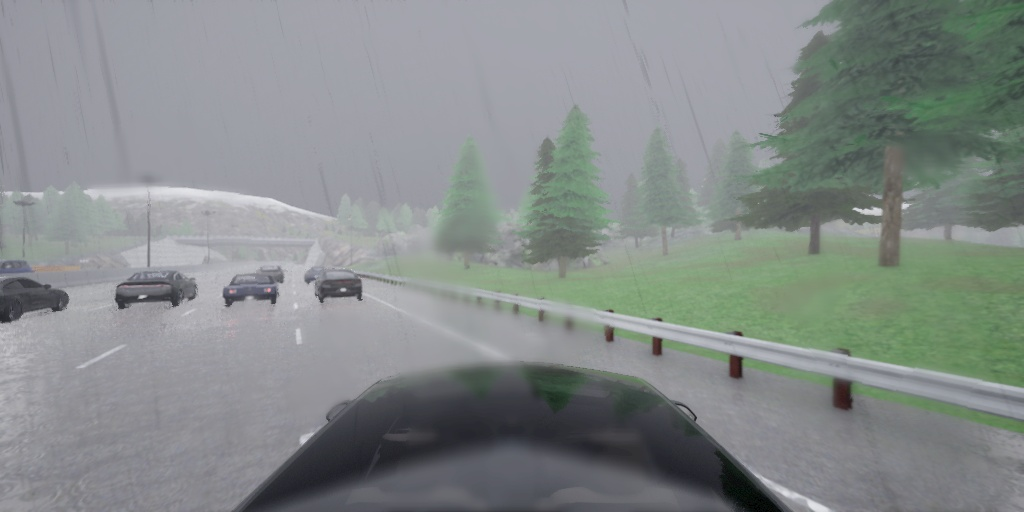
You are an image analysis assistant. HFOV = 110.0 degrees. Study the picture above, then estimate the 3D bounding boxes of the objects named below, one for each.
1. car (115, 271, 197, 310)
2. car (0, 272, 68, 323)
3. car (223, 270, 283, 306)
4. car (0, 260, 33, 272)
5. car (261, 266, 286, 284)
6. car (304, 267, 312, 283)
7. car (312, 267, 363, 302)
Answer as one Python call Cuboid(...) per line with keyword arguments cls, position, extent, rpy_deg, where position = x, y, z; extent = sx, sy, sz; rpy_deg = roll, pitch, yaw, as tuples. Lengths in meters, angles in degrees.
Cuboid(cls="car", position=(-15.733, 1.422, 16.091), extent=(2.128, 1.511, 4.902), rpy_deg=(0, -1, -32))
Cuboid(cls="car", position=(-17.428, 1.418, 12.162), extent=(1.812, 1.442, 4.674), rpy_deg=(0, -1, -31))
Cuboid(cls="car", position=(-12.215, 1.536, 17.055), extent=(1.895, 1.301, 4.718), rpy_deg=(0, -1, -32))
Cuboid(cls="car", position=(-38.971, 1.312, 26.928), extent=(2.150, 2.045, 5.566), rpy_deg=(0, -1, -31))
Cuboid(cls="car", position=(-20.613, 1.589, 30.720), extent=(2.128, 1.511, 4.902), rpy_deg=(0, -1, -31))
Cuboid(cls="car", position=(-17.443, 1.672, 32.248), extent=(1.994, 1.385, 4.181), rpy_deg=(0, -1, -31))
Cuboid(cls="car", position=(-9.036, 1.424, 18.559), extent=(1.882, 1.535, 5.008), rpy_deg=(0, -1, -31))
